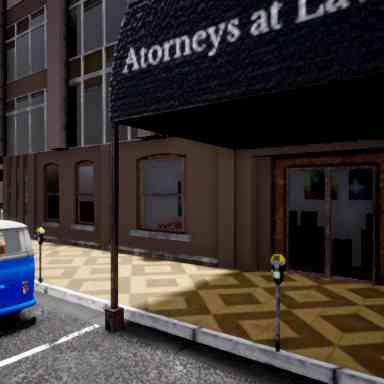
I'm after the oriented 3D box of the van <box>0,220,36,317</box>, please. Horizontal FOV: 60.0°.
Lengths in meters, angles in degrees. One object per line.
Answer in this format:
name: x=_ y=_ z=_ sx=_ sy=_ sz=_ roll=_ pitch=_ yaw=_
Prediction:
van: x=-4.573 y=1.341 z=6.122 sx=3.998 sy=1.788 sz=1.690 roll=0 pitch=0 yaw=35
